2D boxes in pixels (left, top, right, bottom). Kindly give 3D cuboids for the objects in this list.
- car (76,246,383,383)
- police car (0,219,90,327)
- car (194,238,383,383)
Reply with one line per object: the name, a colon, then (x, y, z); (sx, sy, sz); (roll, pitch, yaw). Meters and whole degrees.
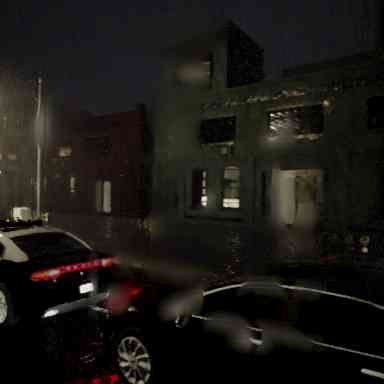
car: (1.066, 1.523, 3.592); (4.892, 1.490, 1.837); (0, 0, 36)
police car: (-3.885, 1.419, 7.174); (5.238, 1.638, 1.930); (0, 0, 36)
car: (2.259, 1.611, 4.935); (4.206, 1.307, 1.802); (0, 0, 36)
